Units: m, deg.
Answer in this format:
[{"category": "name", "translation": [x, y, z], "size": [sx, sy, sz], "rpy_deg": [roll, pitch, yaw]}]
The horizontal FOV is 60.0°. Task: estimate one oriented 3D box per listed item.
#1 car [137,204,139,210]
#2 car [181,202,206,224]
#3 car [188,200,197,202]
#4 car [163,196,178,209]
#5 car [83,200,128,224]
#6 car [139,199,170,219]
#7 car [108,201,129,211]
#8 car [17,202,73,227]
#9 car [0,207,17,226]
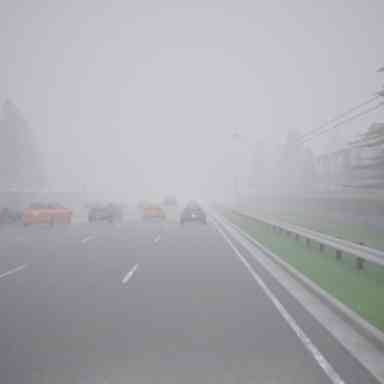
[{"category": "car", "translation": [-6.890, 1.906, 49.425], "size": [1.994, 1.385, 4.181], "rpy_deg": [0, 0, 0]}, {"category": "car", "translation": [0.105, 1.750, 26.876], "size": [1.994, 1.385, 4.181], "rpy_deg": [0, 0, 0]}, {"category": "car", "translation": [0.110, 1.898, 50.719], "size": [2.033, 1.411, 5.357], "rpy_deg": [0, 0, 0]}, {"category": "car", "translation": [-3.389, 1.586, 52.494], "size": [2.150, 2.045, 5.566], "rpy_deg": [0, 0, 0]}, {"category": "car", "translation": [-6.895, 1.679, 26.844], "size": [2.128, 1.511, 4.902], "rpy_deg": [0, 0, 0]}, {"category": "car", "translation": [-3.395, 1.693, 31.198], "size": [1.882, 1.535, 5.008], "rpy_deg": [0, 0, 0]}, {"category": "car", "translation": [-10.390, 1.927, 47.148], "size": [1.895, 1.301, 4.718], "rpy_deg": [0, 0, 0]}, {"category": "car", "translation": [-10.395, 1.520, 24.337], "size": [2.097, 1.767, 4.553], "rpy_deg": [0, 0, 0]}, {"category": "car", "translation": [-13.895, 1.772, 24.667], "size": [1.895, 1.301, 4.718], "rpy_deg": [0, 0, 0]}]
